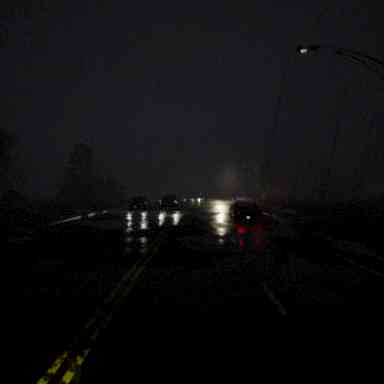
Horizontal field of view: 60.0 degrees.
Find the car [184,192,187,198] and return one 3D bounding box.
[{"bbox_3d":[-2.209,0.706,76.859,1.882,1.535,5.008,0,1,6],"label":"car"}]

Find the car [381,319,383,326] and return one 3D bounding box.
[{"bbox_3d":[3.372,1.583,2.156,1.895,1.301,4.718,0,0,0],"label":"car"}]

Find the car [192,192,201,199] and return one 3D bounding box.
[{"bbox_3d":[1.021,0.756,76.495,1.812,1.442,4.674,0,1,6],"label":"car"}]

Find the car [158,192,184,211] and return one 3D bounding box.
[{"bbox_3d":[-2.352,1.042,35.793,2.097,1.767,4.553,0,0,3],"label":"car"}]

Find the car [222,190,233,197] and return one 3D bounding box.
[{"bbox_3d":[9.456,0.556,92.011,2.033,1.649,4.856,0,1,8],"label":"car"}]

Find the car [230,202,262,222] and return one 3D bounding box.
[{"bbox_3d":[3.837,1.394,24.459,1.895,1.301,4.718,0,1,2],"label":"car"}]

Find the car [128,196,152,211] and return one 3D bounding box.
[{"bbox_3d":[-5.597,1.191,36.035,1.837,1.490,4.892,0,1,3],"label":"car"}]
